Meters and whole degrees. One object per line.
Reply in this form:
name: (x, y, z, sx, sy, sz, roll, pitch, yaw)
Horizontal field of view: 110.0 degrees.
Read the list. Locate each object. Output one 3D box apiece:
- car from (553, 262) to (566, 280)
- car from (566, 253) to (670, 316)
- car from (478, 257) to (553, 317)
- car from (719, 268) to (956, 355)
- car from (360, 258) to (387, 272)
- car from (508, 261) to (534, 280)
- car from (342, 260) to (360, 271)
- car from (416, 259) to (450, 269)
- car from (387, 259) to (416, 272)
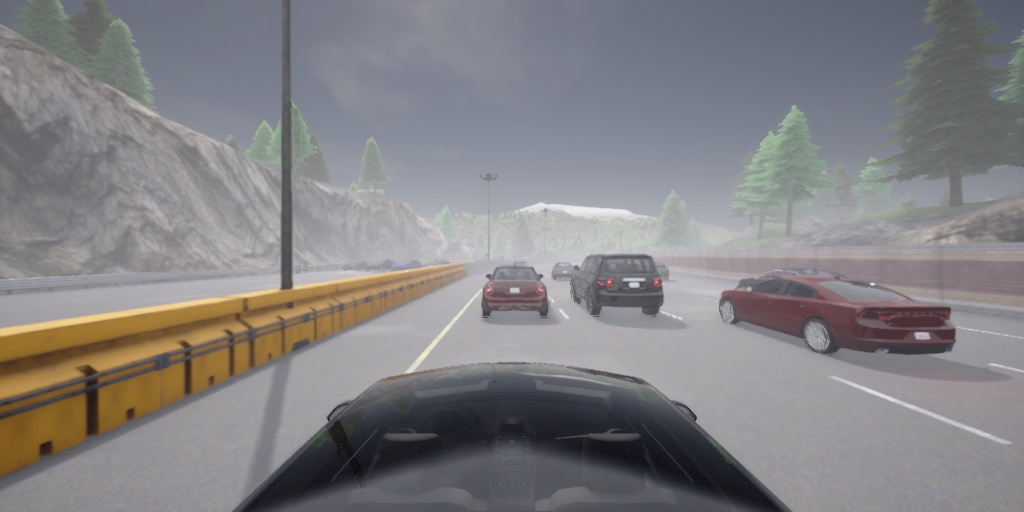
car: (4.319, 1.191, 29.852, 1.994, 1.385, 4.181, 0, 0, 5)
car: (3.600, 0.922, 13.209, 2.150, 2.045, 5.566, 0, 0, 0)
car: (0.099, 1.053, 12.994, 2.097, 1.767, 4.553, 0, 0, 0)
car: (7.078, 1.197, 8.647, 1.882, 1.535, 5.008, 0, 1, 0)
car: (-15.374, 1.052, 42.462, 1.882, 1.535, 5.008, 0, 0, 10)
car: (0.841, 1.151, 30.288, 1.812, 1.442, 4.674, 0, 0, 5)
car: (-18.710, 1.134, 43.638, 1.994, 1.385, 4.181, 0, 0, 10)
car: (-8.556, 1.072, 40.813, 2.128, 1.511, 4.902, 0, 0, 10)
car: (-12.029, 1.057, 41.306, 1.882, 1.535, 5.008, 0, 0, 10)
